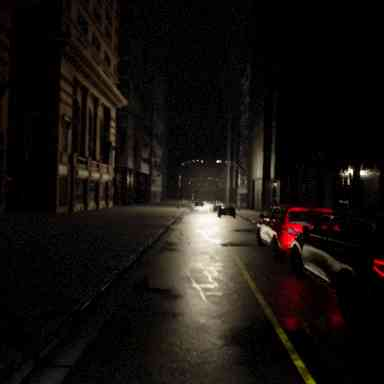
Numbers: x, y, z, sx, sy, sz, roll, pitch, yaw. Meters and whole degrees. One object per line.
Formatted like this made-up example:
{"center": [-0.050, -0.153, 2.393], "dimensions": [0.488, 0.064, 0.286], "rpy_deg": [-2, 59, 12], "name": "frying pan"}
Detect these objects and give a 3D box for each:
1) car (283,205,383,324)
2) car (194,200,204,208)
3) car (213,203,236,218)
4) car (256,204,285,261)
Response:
{"center": [3.973, 1.447, 7.676], "dimensions": [2.150, 2.045, 5.566], "rpy_deg": [2, -1, 1], "name": "car"}
{"center": [1.410, 2.354, 65.351], "dimensions": [2.033, 1.411, 5.357], "rpy_deg": [2, -1, 1], "name": "car"}
{"center": [3.775, 2.054, 36.852], "dimensions": [2.128, 1.511, 4.902], "rpy_deg": [2, -1, 2], "name": "car"}
{"center": [4.112, 1.524, 13.675], "dimensions": [2.150, 2.045, 5.566], "rpy_deg": [2, -1, 1], "name": "car"}
